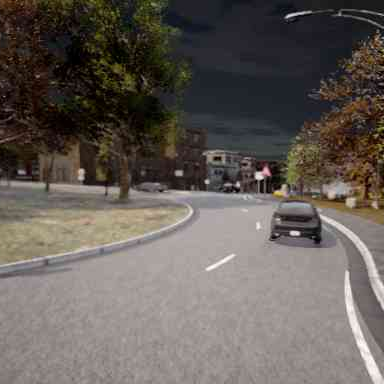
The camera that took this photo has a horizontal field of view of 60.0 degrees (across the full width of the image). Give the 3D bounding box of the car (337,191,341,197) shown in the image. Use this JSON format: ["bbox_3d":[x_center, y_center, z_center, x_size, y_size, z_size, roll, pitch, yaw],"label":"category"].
[{"bbox_3d":[29.162,0.627,72.281,4.553,1.767,2.185,2,0,30],"label":"car"}]

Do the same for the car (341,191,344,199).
[{"bbox_3d":[31.958,0.911,77.029,4.674,1.452,2.002,2,0,30],"label":"car"}]

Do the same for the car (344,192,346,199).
[{"bbox_3d":[33.318,0.956,79.429,4.792,1.488,2.163,2,0,30],"label":"car"}]

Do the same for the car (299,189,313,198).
[{"bbox_3d":[27.710,0.379,80.714,2.150,2.045,5.566,2,0,30],"label":"car"}]

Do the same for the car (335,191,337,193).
[{"bbox_3d":[25.052,0.576,65.110,4.792,1.488,2.163,2,0,30],"label":"car"}]

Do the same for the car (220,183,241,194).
[{"bbox_3d":[5.646,-0.467,48.334,1.882,1.535,5.008,4,0,25],"label":"car"}]

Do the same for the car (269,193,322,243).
[{"bbox_3d":[4.334,1.078,13.995,1.837,1.490,4.892,2,4,17],"label":"car"}]

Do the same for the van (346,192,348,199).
[{"bbox_3d":[36.223,0.803,84.111,4.442,1.987,1.878,2,0,30],"label":"van"}]

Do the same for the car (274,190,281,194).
[{"bbox_3d":[19.410,0.331,72.933,1.882,1.535,5.008,2,0,30],"label":"car"}]

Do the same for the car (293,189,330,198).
[{"bbox_3d":[20.871,0.310,57.992,4.892,1.521,2.231,2,-1,30],"label":"car"}]

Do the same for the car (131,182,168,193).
[{"bbox_3d":[-5.577,-0.621,43.555,5.357,1.411,2.033,3,4,38],"label":"car"}]
